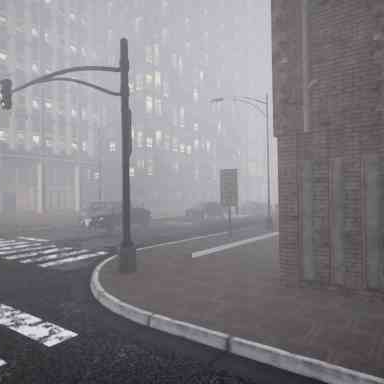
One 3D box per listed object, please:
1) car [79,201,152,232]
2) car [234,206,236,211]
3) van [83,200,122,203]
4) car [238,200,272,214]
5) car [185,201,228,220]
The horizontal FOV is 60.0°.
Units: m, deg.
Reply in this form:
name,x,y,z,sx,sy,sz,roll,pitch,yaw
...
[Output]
name,x,y,z,sx,sy,sz,roll,pitch,yaw
car,-4.598,1.557,20.949,2.128,1.511,4.902,-1,-1,34
car,6.865,1.688,41.370,1.752,1.417,4.829,-2,-1,36
van,-5.974,1.460,23.464,1.690,1.788,3.998,-2,-1,36
car,7.283,1.707,37.485,1.895,1.301,4.718,-1,-1,36
car,1.329,1.563,29.197,1.882,1.535,5.008,-1,-1,36
